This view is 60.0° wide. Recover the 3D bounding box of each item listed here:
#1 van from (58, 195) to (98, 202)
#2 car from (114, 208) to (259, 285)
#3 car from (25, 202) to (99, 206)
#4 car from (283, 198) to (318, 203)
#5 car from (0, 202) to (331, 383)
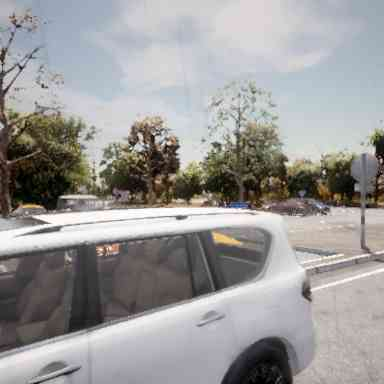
[{"bbox_3d":[-7.183,1.203,21.094,1.878,1.987,4.442,0,0,-36],"label":"van"},{"bbox_3d":[-0.529,1.426,10.687,1.946,1.575,5.366,0,0,-36],"label":"car"},{"bbox_3d":[-3.028,1.320,9.163,2.185,1.767,4.553,0,0,-36],"label":"car"},{"bbox_3d":[9.676,1.569,33.268,2.002,1.452,4.674,1,-1,-36],"label":"car"},{"bbox_3d":[-1.280,1.215,2.756,5.566,2.045,2.150,-1,0,-36],"label":"car"}]
